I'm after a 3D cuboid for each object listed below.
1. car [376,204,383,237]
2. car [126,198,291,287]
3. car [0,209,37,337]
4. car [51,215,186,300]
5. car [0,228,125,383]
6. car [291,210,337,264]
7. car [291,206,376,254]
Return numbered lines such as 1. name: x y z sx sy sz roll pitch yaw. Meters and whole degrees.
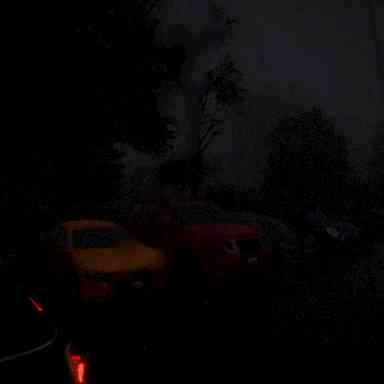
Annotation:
1. car: 8.862 1.490 16.350 2.163 1.488 4.792 0 0 -35
2. car: -0.206 1.224 9.881 2.435 2.045 5.566 0 0 -36
3. car: -4.739 1.354 6.641 2.185 1.767 4.553 0 0 -35
4. car: -2.493 1.477 8.289 2.097 1.535 5.008 0 0 -35
5. car: -2.955 1.353 1.885 4.553 1.767 2.097 0 0 -36
6. car: 2.040 1.474 11.526 2.231 1.521 4.892 0 0 -36
7. car: 4.293 1.343 13.165 2.185 1.767 4.553 0 0 -36
